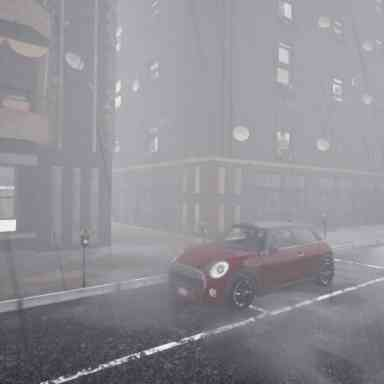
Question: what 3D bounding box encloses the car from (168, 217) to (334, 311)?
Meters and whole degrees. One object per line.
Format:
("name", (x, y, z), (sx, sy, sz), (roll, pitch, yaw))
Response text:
("car", (1.446, 1.442, 7.734), (4.097, 1.590, 1.967), (0, 1, -35))
